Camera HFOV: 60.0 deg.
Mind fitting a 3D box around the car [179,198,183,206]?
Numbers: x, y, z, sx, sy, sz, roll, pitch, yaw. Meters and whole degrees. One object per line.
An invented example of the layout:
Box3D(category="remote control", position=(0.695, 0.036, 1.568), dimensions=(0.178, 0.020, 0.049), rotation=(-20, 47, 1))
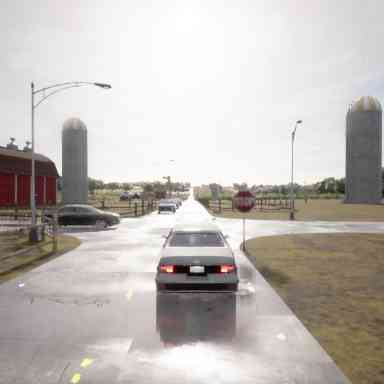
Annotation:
Box3D(category="car", position=(-2.835, 1.718, 49.219), dimensions=(2.128, 1.511, 4.902), rotation=(0, 0, 0))

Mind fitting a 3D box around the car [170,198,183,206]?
Box3D(category="car", position=(-2.807, 1.842, 61.626), dimensions=(2.128, 1.511, 4.902), rotation=(0, -1, 0))

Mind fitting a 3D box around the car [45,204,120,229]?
Box3D(category="car", position=(-7.125, 1.579, 21.553), dimensions=(4.892, 1.490, 1.837), rotation=(0, 1, 0))

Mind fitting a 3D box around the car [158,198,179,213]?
Box3D(category="car", position=(-2.845, 1.635, 38.778), dimensions=(1.882, 1.535, 5.008), rotation=(0, 0, 0))

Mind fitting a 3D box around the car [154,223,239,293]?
Box3D(category="car", position=(0.102, 1.554, 8.977), dimensions=(2.033, 1.411, 5.357), rotation=(0, 0, 0))
